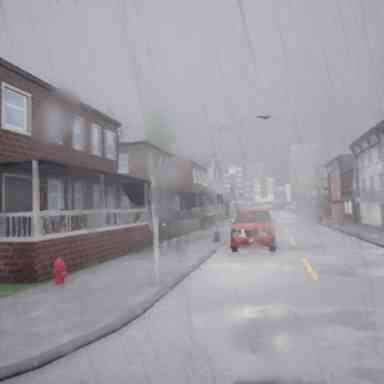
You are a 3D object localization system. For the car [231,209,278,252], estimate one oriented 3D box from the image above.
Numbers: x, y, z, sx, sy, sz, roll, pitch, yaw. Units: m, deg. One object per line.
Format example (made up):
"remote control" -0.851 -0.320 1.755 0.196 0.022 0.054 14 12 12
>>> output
"car" 3.422 2.000 18.109 2.150 2.045 5.566 -3 -3 13

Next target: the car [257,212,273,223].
"car" 10.139 3.465 46.072 1.994 1.385 4.181 -3 -3 13

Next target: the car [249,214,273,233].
"car" 6.342 2.836 30.375 1.994 1.385 4.181 -3 -3 13
